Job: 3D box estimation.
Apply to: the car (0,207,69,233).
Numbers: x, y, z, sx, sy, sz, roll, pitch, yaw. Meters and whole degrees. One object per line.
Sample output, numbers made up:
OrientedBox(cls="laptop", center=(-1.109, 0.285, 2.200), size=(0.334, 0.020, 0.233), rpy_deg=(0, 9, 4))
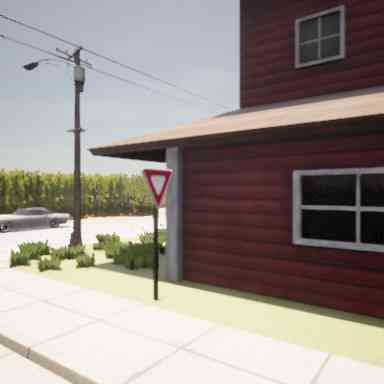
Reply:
OrientedBox(cls="car", center=(-10.019, 1.614, 20.098), size=(1.895, 1.301, 4.718), rpy_deg=(0, 0, 37))
